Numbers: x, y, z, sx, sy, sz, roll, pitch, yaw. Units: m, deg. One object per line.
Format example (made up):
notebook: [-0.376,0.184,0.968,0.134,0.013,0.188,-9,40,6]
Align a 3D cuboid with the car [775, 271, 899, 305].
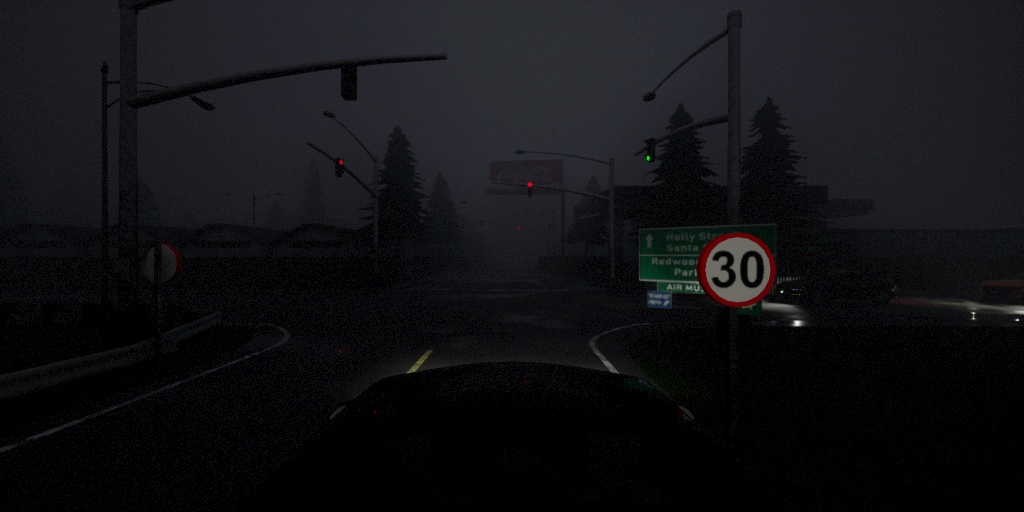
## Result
car: [15.196,1.446,16.940,4.892,1.490,1.837,0,0,1]

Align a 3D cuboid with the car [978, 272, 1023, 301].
car: [25.132,1.419,16.811,5.008,1.535,1.882,0,0,1]
